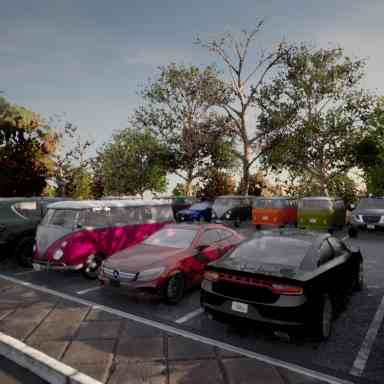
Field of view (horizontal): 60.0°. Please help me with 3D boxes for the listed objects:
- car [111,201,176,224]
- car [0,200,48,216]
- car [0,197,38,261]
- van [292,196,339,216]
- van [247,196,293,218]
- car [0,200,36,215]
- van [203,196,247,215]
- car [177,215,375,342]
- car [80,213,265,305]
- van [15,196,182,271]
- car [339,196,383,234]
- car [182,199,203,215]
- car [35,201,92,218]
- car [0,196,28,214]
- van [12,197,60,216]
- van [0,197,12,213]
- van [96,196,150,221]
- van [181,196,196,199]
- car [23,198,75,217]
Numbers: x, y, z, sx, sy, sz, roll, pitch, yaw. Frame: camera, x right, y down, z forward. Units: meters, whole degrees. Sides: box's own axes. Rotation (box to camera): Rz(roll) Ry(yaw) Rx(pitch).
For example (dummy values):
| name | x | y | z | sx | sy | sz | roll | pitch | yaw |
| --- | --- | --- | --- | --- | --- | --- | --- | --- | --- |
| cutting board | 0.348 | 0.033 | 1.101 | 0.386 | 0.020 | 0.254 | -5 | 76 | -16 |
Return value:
| name | x | y | z | sx | sy | sz | roll | pitch | yaw |
| --- | --- | --- | --- | --- | --- | --- | --- | --- | --- |
| car | -3.762 | 1.536 | 26.791 | 1.946 | 1.575 | 5.366 | -1 | -1 | 36 |
| car | -19.424 | 1.789 | 38.227 | 2.231 | 1.521 | 4.892 | -1 | -1 | 36 |
| car | -4.638 | 1.200 | 11.591 | 2.435 | 2.045 | 5.566 | 0 | 0 | 36 |
| van | 7.554 | 1.242 | 19.056 | 1.878 | 1.987 | 4.442 | 0 | 0 | 36 |
| van | 5.404 | 1.233 | 20.596 | 1.878 | 1.987 | 4.442 | 0 | 0 | 36 |
| car | -21.778 | 1.823 | 39.693 | 1.946 | 1.575 | 5.366 | -1 | -1 | 36 |
| van | 2.908 | 1.224 | 22.097 | 1.878 | 1.987 | 4.442 | 0 | 0 | 36 |
| car | 2.112 | 1.478 | 6.714 | 2.097 | 1.535 | 5.008 | 0 | 0 | 36 |
| car | -0.140 | 1.509 | 8.337 | 2.002 | 1.452 | 4.674 | 0 | 0 | 36 |
| van | -2.466 | 1.234 | 9.856 | 1.878 | 1.987 | 4.442 | 0 | 0 | 36 |
| car | 9.722 | 1.225 | 17.324 | 2.435 | 2.045 | 5.566 | 0 | 0 | 36 |
| car | 0.850 | 1.468 | 23.720 | 2.097 | 1.535 | 5.008 | -1 | -1 | 36 |
| car | -12.769 | 1.683 | 33.462 | 2.097 | 1.535 | 5.008 | -1 | -1 | 36 |
| car | -23.907 | 1.616 | 41.481 | 2.435 | 2.045 | 5.566 | -1 | -1 | 36 |
| van | -17.102 | 1.527 | 36.716 | 1.878 | 1.987 | 4.442 | -1 | -1 | 36 |
| van | -26.206 | 1.696 | 43.237 | 1.878 | 1.987 | 4.442 | -1 | -1 | 36 |
| van | -5.842 | 1.349 | 28.651 | 1.878 | 1.987 | 4.442 | -1 | -1 | 36 |
| van | -1.475 | 1.278 | 25.236 | 1.878 | 1.987 | 4.442 | -1 | -1 | 36 |
| car | -14.936 | 1.592 | 34.982 | 2.185 | 1.767 | 4.553 | -1 | -1 | 36 |
